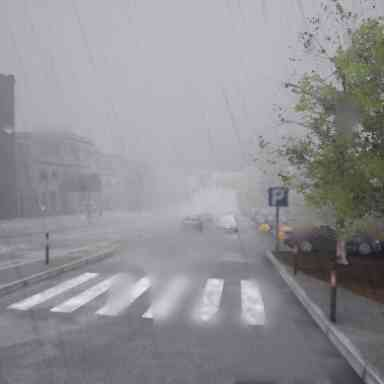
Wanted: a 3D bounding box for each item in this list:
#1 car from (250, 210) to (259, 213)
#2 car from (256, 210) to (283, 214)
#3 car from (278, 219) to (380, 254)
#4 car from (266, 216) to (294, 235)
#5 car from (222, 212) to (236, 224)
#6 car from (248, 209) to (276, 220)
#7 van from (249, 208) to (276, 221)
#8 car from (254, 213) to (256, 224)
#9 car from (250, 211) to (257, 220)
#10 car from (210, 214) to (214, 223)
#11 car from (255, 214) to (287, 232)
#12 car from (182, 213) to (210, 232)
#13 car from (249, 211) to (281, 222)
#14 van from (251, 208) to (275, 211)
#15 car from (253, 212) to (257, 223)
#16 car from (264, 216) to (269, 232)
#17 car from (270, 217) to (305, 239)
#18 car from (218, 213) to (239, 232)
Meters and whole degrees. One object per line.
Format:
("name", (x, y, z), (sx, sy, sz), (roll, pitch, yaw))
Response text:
("car", (10.657, 3.647, 45.098), (4.792, 1.488, 2.163), (1, -2, 7))
("car", (9.279, 3.071, 34.172), (4.553, 1.767, 2.185), (1, -2, 7))
("car", (7.323, 2.459, 17.778), (4.892, 1.521, 2.231), (1, -3, 7))
("car", (7.995, 2.716, 23.239), (4.892, 1.521, 2.231), (1, -3, 7))
("car", (5.216, 3.604, 46.084), (1.812, 1.442, 4.674), (1, -2, 8))
("car", (12.311, 3.934, 58.772), (4.553, 1.767, 2.185), (1, -1, 7))
("van", (11.837, 3.755, 56.061), (4.442, 1.987, 1.878), (1, -2, 7))
("car", (9.635, 3.345, 36.902), (4.674, 1.452, 2.002), (1, -2, 7))
("car", (10.268, 3.548, 42.374), (4.792, 1.488, 2.163), (1, -2, 7))
("car", (1.937, 3.585, 46.056), (1.994, 1.385, 4.181), (1, -2, 8))
("car", (8.464, 2.957, 28.728), (5.366, 1.575, 1.946), (1, -2, 7))
("car", (0.244, 2.969, 32.309), (2.128, 1.511, 4.902), (1, -3, 7))
("car", (11.612, 3.898, 53.304), (4.892, 1.521, 2.231), (1, -2, 7))
("van", (11.077, 3.491, 47.827), (4.442, 1.987, 1.878), (1, -2, 7))
("car", (9.969, 3.453, 39.633), (4.674, 1.452, 2.002), (1, -2, 7))
("car", (8.346, 2.872, 25.963), (4.792, 1.488, 2.163), (1, -2, 7))
("car", (7.654, 2.588, 20.510), (5.008, 1.535, 2.097), (1, -3, 7))
("car", (3.529, 3.068, 32.396), (1.812, 1.442, 4.674), (1, -3, 8))
